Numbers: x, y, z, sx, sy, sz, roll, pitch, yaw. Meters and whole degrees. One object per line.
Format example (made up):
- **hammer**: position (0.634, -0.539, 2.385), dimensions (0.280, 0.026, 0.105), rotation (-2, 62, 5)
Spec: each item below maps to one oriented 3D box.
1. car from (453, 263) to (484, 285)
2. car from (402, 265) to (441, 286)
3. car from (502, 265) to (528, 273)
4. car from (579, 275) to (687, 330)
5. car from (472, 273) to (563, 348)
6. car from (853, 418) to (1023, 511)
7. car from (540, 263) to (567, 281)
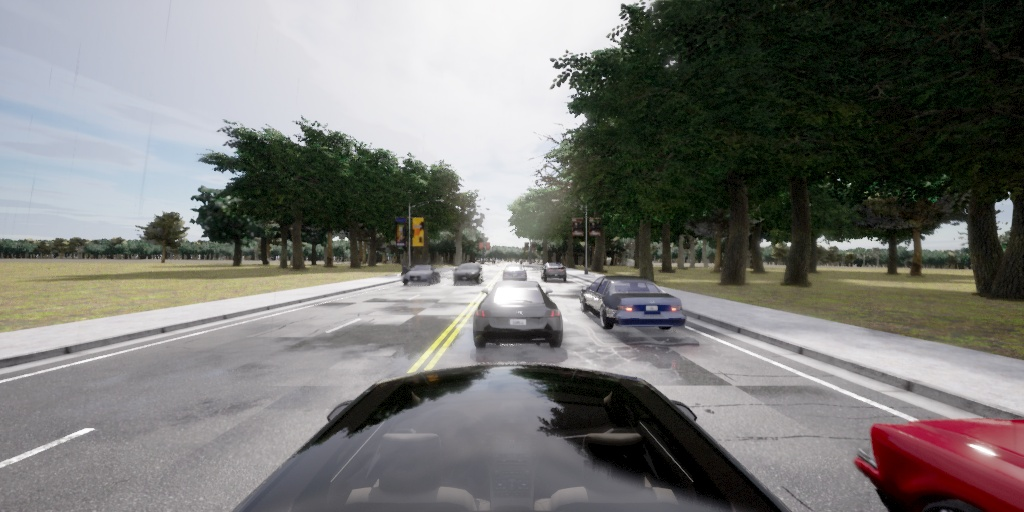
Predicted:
- **car**: position (-3.236, 1.279, 27.205), dimensions (1.882, 1.535, 5.008), rotation (0, 0, 0)
- **car**: position (-6.492, 1.362, 26.102), dimensions (1.994, 1.385, 4.181), rotation (0, 0, 0)
- **car**: position (0.210, 1.349, 27.094), dimensions (2.033, 1.411, 5.357), rotation (0, 0, 1)
- **car**: position (3.386, 1.306, 11.123), dimensions (2.033, 1.411, 5.357), rotation (0, 0, 1)
- **car**: position (0.133, 1.319, 9.286), dimensions (1.994, 1.385, 4.181), rotation (0, 0, 0)
- **car**: position (3.344, 1.351, 0.350), dimensions (1.895, 1.301, 4.718), rotation (0, 0, 0)
- **car**: position (3.476, 1.302, 30.342), dimensions (2.128, 1.511, 4.902), rotation (0, 0, 0)
